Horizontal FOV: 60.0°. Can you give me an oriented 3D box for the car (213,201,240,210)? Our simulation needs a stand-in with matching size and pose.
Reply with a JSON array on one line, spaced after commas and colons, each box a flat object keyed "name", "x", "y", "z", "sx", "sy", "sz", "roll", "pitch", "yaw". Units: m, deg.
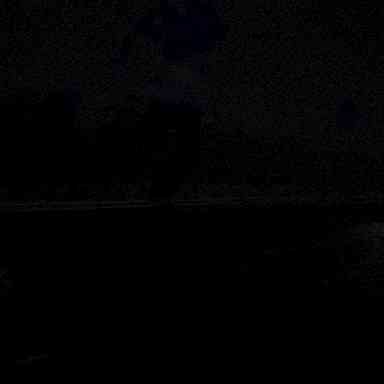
[{"name": "car", "x": 4.207, "y": 1.485, "z": 28.365, "sx": 5.357, "sy": 1.411, "sz": 2.033, "roll": 0, "pitch": 0, "yaw": -35}]

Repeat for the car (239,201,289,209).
[{"name": "car", "x": 6.002, "y": 1.504, "z": 25.350, "sx": 4.181, "sy": 1.385, "sz": 1.994, "roll": 0, "pitch": 0, "yaw": -35}]
